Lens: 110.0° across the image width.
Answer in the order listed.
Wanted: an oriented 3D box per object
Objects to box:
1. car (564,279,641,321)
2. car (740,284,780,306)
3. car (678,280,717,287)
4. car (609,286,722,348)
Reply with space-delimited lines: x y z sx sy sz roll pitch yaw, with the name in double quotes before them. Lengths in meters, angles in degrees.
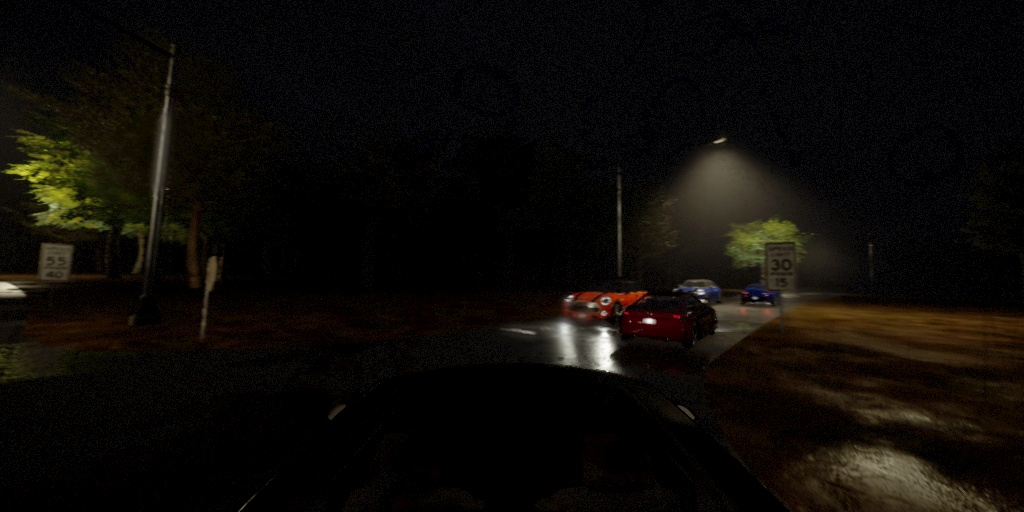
"car" 4.141 1.776 15.223 2.097 1.767 4.553 -2 -4 42
"car" 17.140 2.616 24.578 1.812 1.442 4.674 -3 -5 44
"car" 12.640 2.389 24.498 2.097 1.767 4.553 -3 -5 43
"car" 4.816 1.755 10.878 1.994 1.385 4.181 -2 -4 39
